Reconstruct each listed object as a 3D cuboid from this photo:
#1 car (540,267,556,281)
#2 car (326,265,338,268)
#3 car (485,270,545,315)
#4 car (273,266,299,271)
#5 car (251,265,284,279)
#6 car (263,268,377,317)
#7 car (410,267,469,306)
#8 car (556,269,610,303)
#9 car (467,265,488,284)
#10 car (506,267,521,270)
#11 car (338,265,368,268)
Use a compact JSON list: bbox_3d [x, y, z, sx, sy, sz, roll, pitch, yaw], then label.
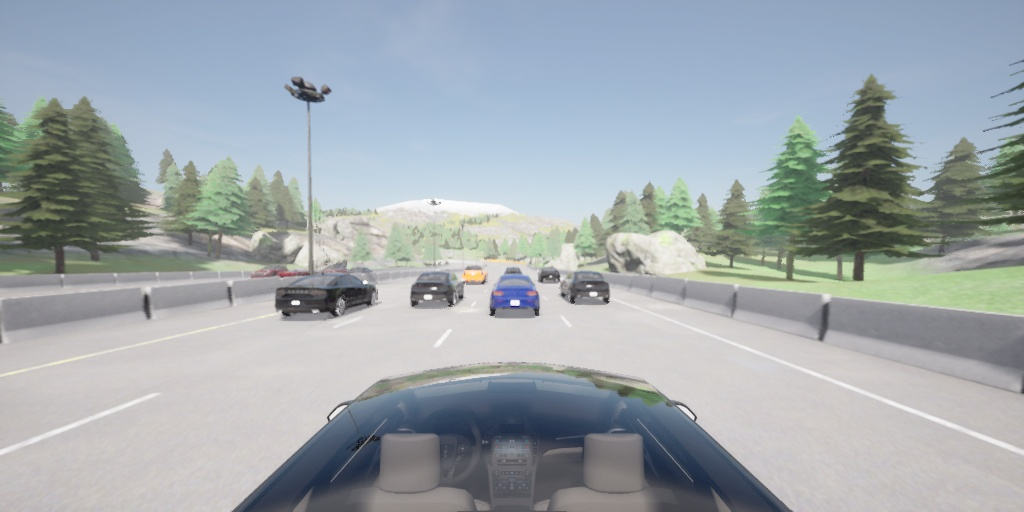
[{"bbox_3d":[3.606,1.816,35.746,1.882,1.535,5.008,0,-1,0],"label":"car"},{"bbox_3d":[-21.069,1.862,42.452,2.097,1.767,4.553,0,-1,0],"label":"car"},{"bbox_3d":[0.102,1.440,14.295,1.812,1.442,4.674,0,-1,0],"label":"car"},{"bbox_3d":[-24.575,2.075,41.048,1.895,1.301,4.718,0,-1,0],"label":"car"},{"bbox_3d":[-28.067,1.849,41.931,2.097,1.767,4.553,0,-1,0],"label":"car"},{"bbox_3d":[-6.898,1.386,13.916,1.882,1.535,5.008,0,-1,0],"label":"car"},{"bbox_3d":[-3.397,1.461,16.942,1.837,1.490,4.892,0,-1,0],"label":"car"},{"bbox_3d":[3.603,1.483,18.266,1.837,1.490,4.892,0,-1,0],"label":"car"},{"bbox_3d":[-3.394,1.637,33.438,2.097,1.767,4.553,0,-1,0],"label":"car"},{"bbox_3d":[0.106,1.813,34.489,1.837,1.490,4.892,0,-1,0],"label":"car"},{"bbox_3d":[-17.575,1.980,41.062,1.837,1.490,4.892,0,-2,0],"label":"car"}]
